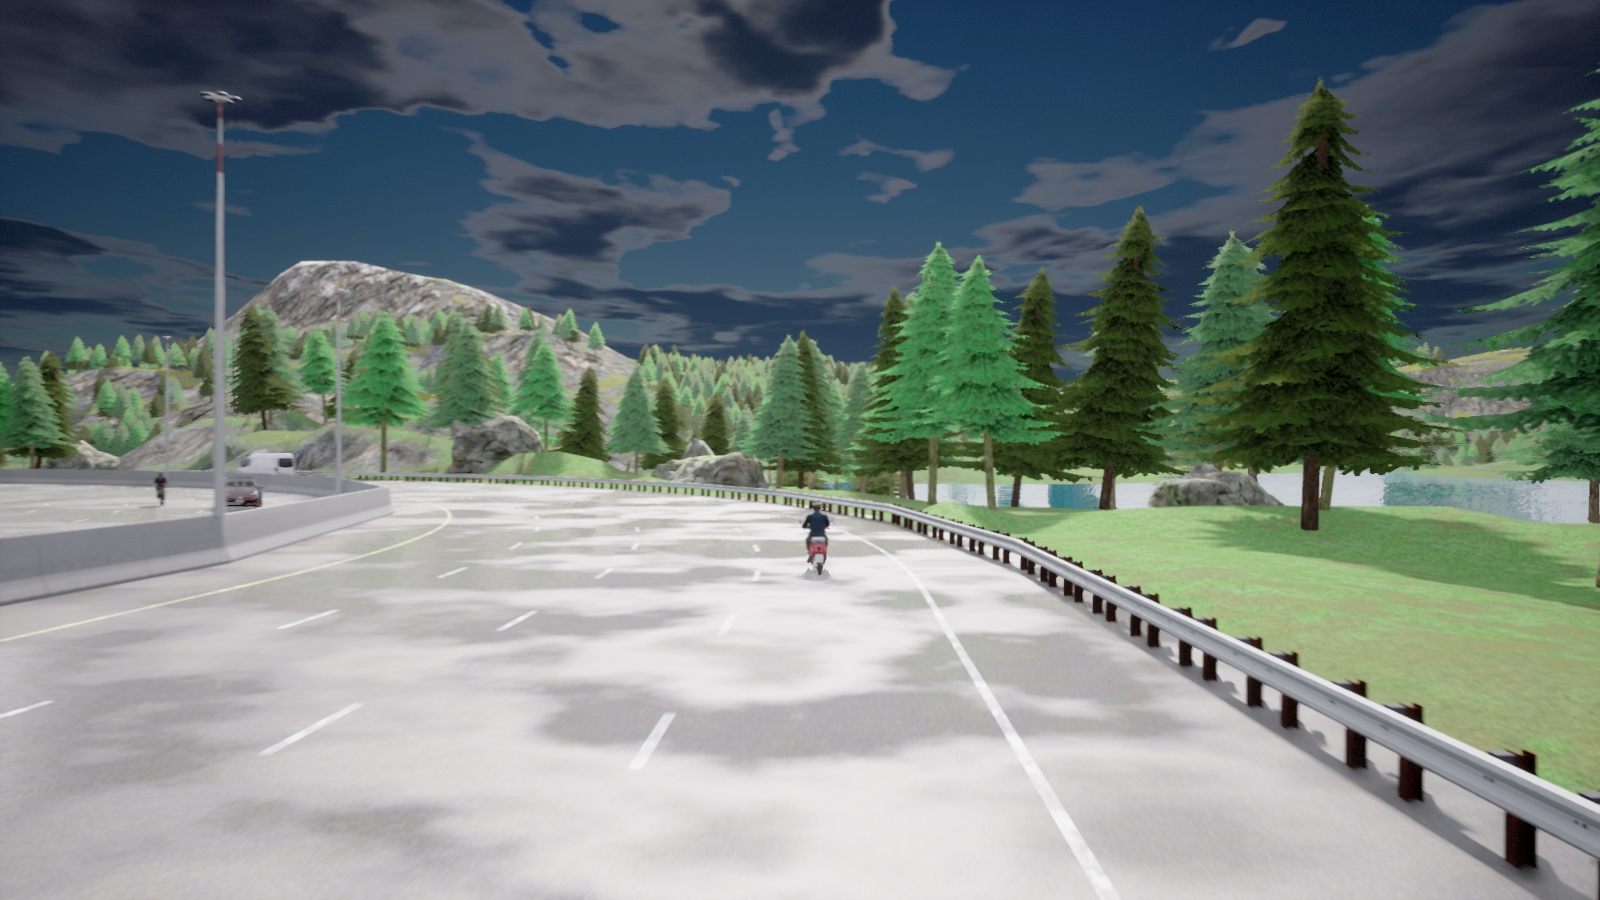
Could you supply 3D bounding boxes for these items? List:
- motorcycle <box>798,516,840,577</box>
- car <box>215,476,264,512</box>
[{"bbox_3d":[0.416,2.201,26.419,0.856,1.236,1.805,-1,0,-2],"label":"motorcycle"},{"bbox_3d":[-26.690,2.051,54.504,2.007,1.525,4.514,0,0,-25],"label":"car"}]
